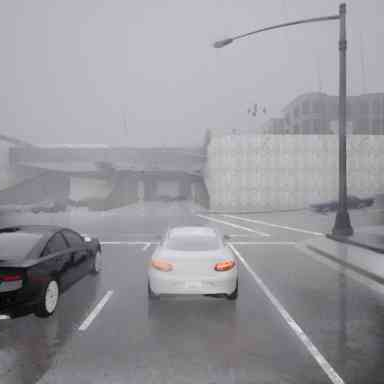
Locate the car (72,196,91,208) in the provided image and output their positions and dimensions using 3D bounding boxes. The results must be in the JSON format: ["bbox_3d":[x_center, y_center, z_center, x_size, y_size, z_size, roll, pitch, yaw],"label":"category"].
[{"bbox_3d":[-15.349,1.563,48.017,1.994,1.385,4.181,0,0,-2],"label":"car"}]

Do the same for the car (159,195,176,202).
[{"bbox_3d":[-5.394,1.553,74.350,1.994,1.385,4.181,0,0,5],"label":"car"}]

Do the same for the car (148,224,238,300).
[{"bbox_3d":[0.013,1.526,8.268,1.812,1.442,4.674,0,0,0],"label":"car"}]

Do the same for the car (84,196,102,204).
[{"bbox_3d":[-19.348,1.546,65.303,2.033,1.411,5.357,0,0,-2],"label":"car"}]

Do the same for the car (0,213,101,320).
[{"bbox_3d":[-3.480,1.478,7.467,1.882,1.535,5.008,0,0,0],"label":"car"}]

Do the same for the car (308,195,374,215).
[{"bbox_3d":[12.034,1.012,27.133,4.718,1.301,1.895,-6,0,-1],"label":"car"}]

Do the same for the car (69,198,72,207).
[{"bbox_3d":[-18.891,1.547,49.103,2.033,1.411,5.357,0,0,-2],"label":"car"}]

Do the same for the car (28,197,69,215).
[{"bbox_3d":[-14.732,1.351,34.465,2.097,1.767,4.553,0,0,-5],"label":"car"}]

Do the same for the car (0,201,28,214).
[{"bbox_3d":[-18.303,1.601,34.897,1.895,1.301,4.718,0,0,-4],"label":"car"}]

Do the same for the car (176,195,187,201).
[{"bbox_3d":[-2.916,1.552,83.875,1.994,1.385,4.181,0,0,27],"label":"car"}]
